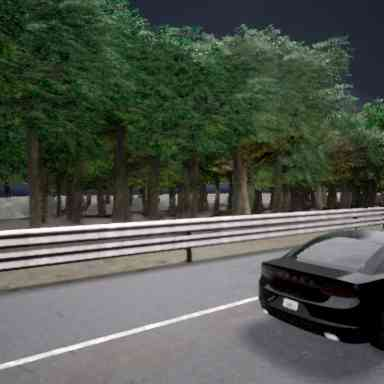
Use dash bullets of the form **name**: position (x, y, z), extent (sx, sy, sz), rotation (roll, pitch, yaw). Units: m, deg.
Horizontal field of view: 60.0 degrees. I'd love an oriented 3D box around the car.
- **car**: position (3.439, 1.456, 6.208), extent (5.008, 1.535, 1.882), rotation (0, 0, -35)
